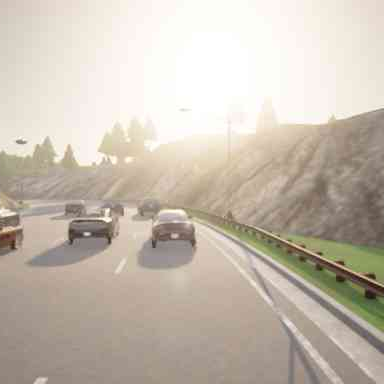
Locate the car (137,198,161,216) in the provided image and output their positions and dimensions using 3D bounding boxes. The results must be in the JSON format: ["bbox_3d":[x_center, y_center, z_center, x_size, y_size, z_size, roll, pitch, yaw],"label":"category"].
[{"bbox_3d":[-4.227,1.328,32.876,2.097,1.767,4.553,0,0,-14],"label":"car"}]

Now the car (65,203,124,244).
[{"bbox_3d":[-4.536,1.494,15.860,2.128,1.511,4.902,0,0,-7],"label":"car"}]

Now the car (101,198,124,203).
[{"bbox_3d":[-7.901,1.349,33.104,2.097,1.767,4.553,0,0,-14],"label":"car"}]

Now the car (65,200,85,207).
[{"bbox_3d":[-11.605,1.495,33.459,1.882,1.535,5.008,0,0,-15],"label":"car"}]

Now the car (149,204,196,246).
[{"bbox_3d":[-0.919,1.509,15.057,1.812,1.442,4.674,0,0,-7],"label":"car"}]

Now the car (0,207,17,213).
[{"bbox_3d":[-12.399,1.604,21.077,1.994,1.385,4.181,0,0,-9],"label":"car"}]

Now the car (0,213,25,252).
[{"bbox_3d":[-7.562,1.628,11.409,1.895,1.301,4.718,0,0,-5],"label":"car"}]
